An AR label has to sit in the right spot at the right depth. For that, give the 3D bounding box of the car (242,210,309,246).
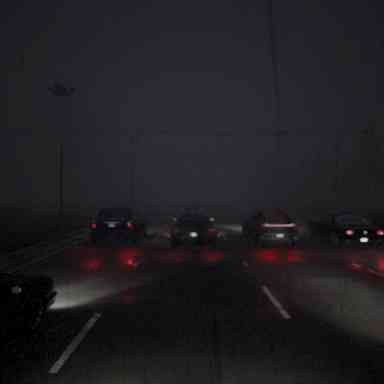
[{"bbox_3d":[3.565,1.586,15.911,2.128,1.511,4.902,0,0,0],"label":"car"}]

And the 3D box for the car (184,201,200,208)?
[{"bbox_3d":[0.008,1.857,42.624,1.895,1.301,4.718,0,0,0],"label":"car"}]

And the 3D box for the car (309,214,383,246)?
[{"bbox_3d":[7.062,1.695,15.795,1.895,1.301,4.718,0,0,1],"label":"car"}]

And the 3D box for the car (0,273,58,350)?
[{"bbox_3d":[-3.391,1.570,3.637,2.033,1.411,5.357,0,0,0],"label":"car"}]

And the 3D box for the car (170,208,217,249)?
[{"bbox_3d":[0.063,1.655,15.093,1.994,1.385,4.181,0,0,0],"label":"car"}]

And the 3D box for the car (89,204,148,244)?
[{"bbox_3d":[-3.437,1.452,16.382,2.097,1.767,4.553,0,0,0],"label":"car"}]
